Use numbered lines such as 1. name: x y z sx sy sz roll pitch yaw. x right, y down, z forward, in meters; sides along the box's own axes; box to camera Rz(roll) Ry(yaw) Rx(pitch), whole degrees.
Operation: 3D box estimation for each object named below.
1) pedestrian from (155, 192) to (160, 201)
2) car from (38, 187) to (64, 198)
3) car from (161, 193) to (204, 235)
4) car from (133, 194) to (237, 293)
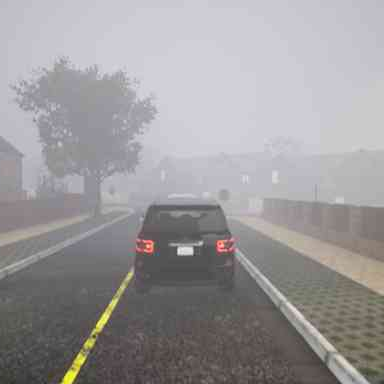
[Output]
1. pedestrian: -4.665 0.851 44.517 0.375 1.860 0.375 -1 -4 30
2. car: -19.115 0.331 46.116 5.566 2.045 2.150 2 0 30
3. car: -0.558 1.128 19.494 2.150 2.045 5.566 0 0 -2
4. car: -0.200 1.181 8.900 2.150 2.045 5.566 0 0 -2
